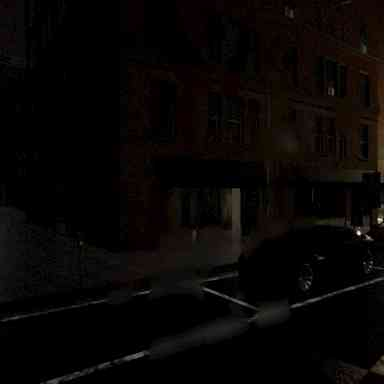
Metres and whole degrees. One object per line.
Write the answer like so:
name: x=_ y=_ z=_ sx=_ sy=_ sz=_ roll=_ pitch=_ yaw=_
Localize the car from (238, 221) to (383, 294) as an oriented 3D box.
car: x=3.165 y=1.566 z=8.801 sx=4.313 sy=1.339 sz=1.947 roll=0 pitch=0 yaw=-36
